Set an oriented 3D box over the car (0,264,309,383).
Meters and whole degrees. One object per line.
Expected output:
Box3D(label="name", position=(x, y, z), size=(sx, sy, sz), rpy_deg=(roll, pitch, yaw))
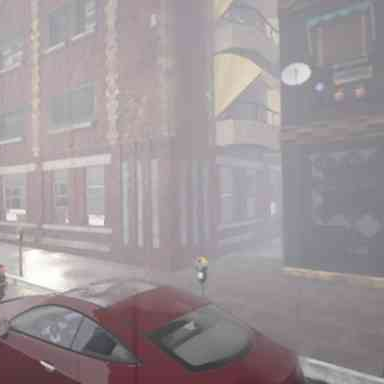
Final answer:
Box3D(label="car", position=(-0.934, 1.594, 3.513), size=(4.206, 1.307, 1.802), rpy_deg=(0, -1, 35))
